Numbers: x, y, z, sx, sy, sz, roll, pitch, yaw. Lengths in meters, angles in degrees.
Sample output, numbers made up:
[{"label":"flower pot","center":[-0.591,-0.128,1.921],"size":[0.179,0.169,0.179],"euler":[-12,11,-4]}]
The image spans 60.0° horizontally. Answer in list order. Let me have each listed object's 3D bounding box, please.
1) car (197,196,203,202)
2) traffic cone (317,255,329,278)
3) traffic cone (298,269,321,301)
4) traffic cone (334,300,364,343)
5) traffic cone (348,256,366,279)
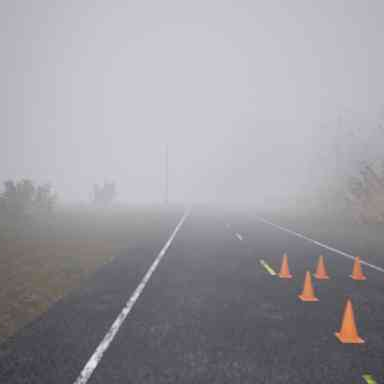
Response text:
[{"label":"car","center":[2.241,1.913,91.994],"size":[1.837,1.490,4.892],"euler":[1,0,1]},{"label":"traffic cone","center":[3.591,2.063,9.264],"size":[0.340,0.580,0.340],"euler":[1,0,1]},{"label":"traffic cone","center":[2.542,2.035,7.290],"size":[0.340,0.580,0.340],"euler":[1,0,1]},{"label":"traffic cone","center":[2.492,2.026,5.290],"size":[0.340,0.580,0.340],"euler":[1,0,1]},{"label":"traffic cone","center":[4.590,2.082,9.239],"size":[0.340,0.580,0.340],"euler":[1,0,1]}]
